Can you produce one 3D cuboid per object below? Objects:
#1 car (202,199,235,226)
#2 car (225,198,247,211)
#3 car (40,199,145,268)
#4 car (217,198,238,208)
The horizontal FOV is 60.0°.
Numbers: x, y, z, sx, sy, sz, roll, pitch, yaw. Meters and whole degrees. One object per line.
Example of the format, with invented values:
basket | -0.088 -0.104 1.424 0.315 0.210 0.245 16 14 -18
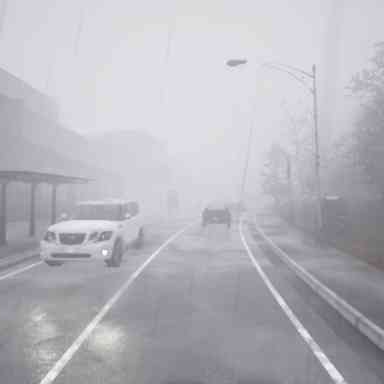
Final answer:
car | 1.854 1.536 23.681 1.882 1.535 5.008 -1 0 8
car | 5.603 1.589 41.016 1.812 1.442 4.674 -2 0 15
car | -3.174 1.281 11.942 2.150 2.045 5.566 0 0 4
car | 5.750 1.718 53.436 2.033 1.411 5.357 -2 -1 20
